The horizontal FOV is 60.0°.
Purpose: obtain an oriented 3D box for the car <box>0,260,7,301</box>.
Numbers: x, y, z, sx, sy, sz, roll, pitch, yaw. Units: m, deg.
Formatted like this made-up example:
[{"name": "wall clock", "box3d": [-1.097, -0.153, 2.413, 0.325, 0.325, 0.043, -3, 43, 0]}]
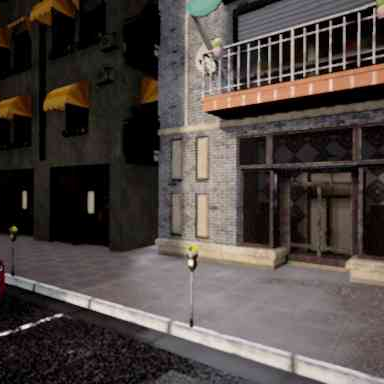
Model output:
[{"name": "car", "box3d": [-5.585, 1.584, 6.844, 4.507, 1.381, 1.887, 0, 0, 35]}]
